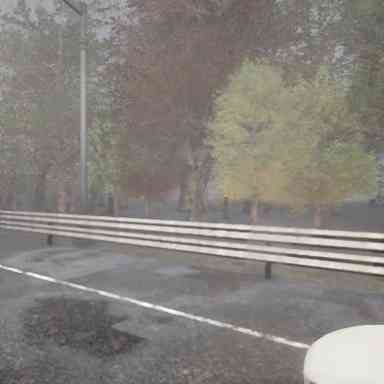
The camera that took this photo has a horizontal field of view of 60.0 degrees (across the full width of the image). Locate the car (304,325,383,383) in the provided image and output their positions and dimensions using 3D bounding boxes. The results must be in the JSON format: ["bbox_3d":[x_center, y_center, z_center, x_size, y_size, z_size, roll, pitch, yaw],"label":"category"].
[{"bbox_3d":[3.019,1.520,1.840,4.674,1.442,1.812,0,0,36],"label":"car"}]
